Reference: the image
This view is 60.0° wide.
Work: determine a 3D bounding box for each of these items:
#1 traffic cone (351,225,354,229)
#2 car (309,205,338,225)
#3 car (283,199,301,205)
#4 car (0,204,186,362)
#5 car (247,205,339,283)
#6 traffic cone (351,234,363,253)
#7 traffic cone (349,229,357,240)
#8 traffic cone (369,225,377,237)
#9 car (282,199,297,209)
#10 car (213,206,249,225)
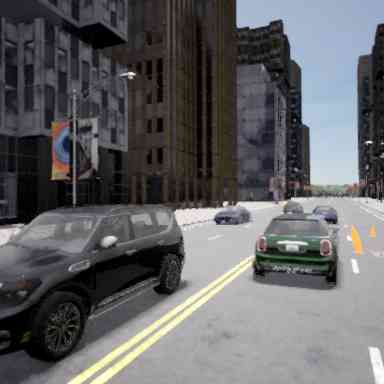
[{"bbox_3d":[8.093,2.099,16.625,0.340,0.580,0.340,0,-1,24],"label":"traffic cone"},{"bbox_3d":[10.757,1.804,27.079,1.994,1.385,4.181,0,-1,24],"label":"car"},{"bbox_3d":[10.980,1.838,36.157,1.837,1.490,4.892,0,-1,24],"label":"car"},{"bbox_3d":[-2.023,1.298,6.601,2.150,2.045,5.566,0,-1,24],"label":"car"},{"bbox_3d":[3.386,1.447,10.332,2.097,1.767,4.553,0,-1,24],"label":"car"},{"bbox_3d":[6.482,2.067,12.964,0.340,0.580,0.340,0,-1,24],"label":"traffic cone"},{"bbox_3d":[7.287,2.083,14.794,0.340,0.580,0.340,0,-1,24],"label":"traffic cone"},{"bbox_3d":[9.813,2.108,18.053,0.340,0.580,0.340,0,-1,24],"label":"traffic cone"},{"bbox_3d":[17.032,2.005,57.875,1.882,1.535,5.008,0,-1,24],"label":"car"},{"bbox_3d":[3.407,1.811,27.017,2.033,1.411,5.357,0,-1,24],"label":"car"}]
